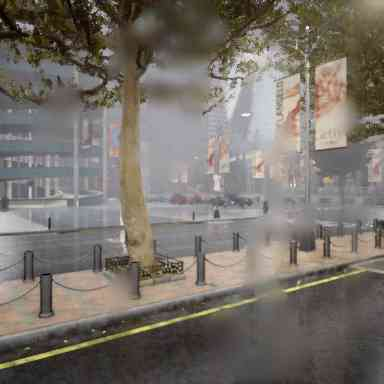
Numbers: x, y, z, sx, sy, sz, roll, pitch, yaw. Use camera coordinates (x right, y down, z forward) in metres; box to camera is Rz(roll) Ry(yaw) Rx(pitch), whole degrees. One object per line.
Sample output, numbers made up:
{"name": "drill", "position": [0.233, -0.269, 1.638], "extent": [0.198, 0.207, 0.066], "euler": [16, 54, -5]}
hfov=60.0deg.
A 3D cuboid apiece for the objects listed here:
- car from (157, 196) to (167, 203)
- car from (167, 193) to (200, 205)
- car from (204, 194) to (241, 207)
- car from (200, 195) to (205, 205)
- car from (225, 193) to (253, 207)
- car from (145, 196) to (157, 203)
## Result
{"name": "car", "position": [-5.999, 1.532, 69.882], "extent": [5.357, 1.411, 2.033], "euler": [0, 0, 41]}
{"name": "car", "position": [-1.601, 1.217, 59.311], "extent": [2.150, 2.045, 5.566], "euler": [0, 0, -37]}
{"name": "car", "position": [4.583, 1.485, 50.713], "extent": [2.128, 1.511, 4.902], "euler": [0, 0, -35]}
{"name": "car", "position": [1.494, 1.344, 60.949], "extent": [2.097, 1.767, 4.553], "euler": [0, 0, -37]}
{"name": "car", "position": [7.194, 1.214, 53.084], "extent": [2.150, 2.045, 5.566], "euler": [0, 0, -36]}
{"name": "car", "position": [-10.101, 1.495, 68.673], "extent": [4.892, 1.490, 1.837], "euler": [0, 0, 37]}
